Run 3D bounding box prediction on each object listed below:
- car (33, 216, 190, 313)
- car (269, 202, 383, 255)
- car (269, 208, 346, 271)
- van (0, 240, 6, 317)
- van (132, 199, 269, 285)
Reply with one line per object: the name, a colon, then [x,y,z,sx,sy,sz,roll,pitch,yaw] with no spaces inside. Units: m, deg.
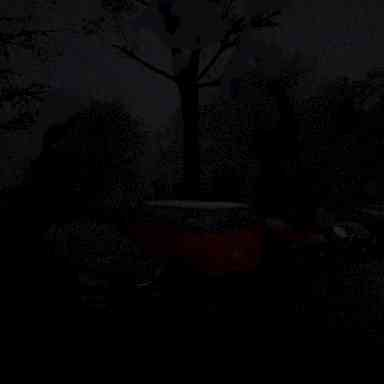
car: [-2.428,1.465,7.861,2.231,1.521,4.892,0,0,-35]
car: [4.353,1.285,12.726,2.185,1.767,4.553,0,0,-35]
car: [2.070,1.429,11.066,2.097,1.535,5.008,0,0,-35]
van: [-4.794,1.256,6.312,1.878,1.987,4.442,-1,0,-35]
van: [-0.192,1.220,9.590,1.878,1.987,4.442,0,0,-35]
